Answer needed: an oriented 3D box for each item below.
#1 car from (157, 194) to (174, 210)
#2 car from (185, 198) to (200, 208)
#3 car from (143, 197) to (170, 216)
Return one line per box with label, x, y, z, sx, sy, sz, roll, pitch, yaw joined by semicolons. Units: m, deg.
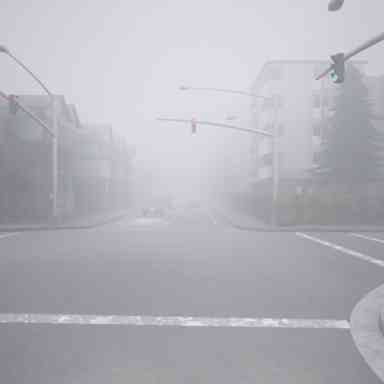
car;-3.560;1.219;42.919;2.150;2.045;5.566;0;0;0
car;0.117;1.522;47.186;1.812;1.442;4.674;0;0;0
car;-3.584;1.489;32.343;2.128;1.511;4.902;0;0;0
